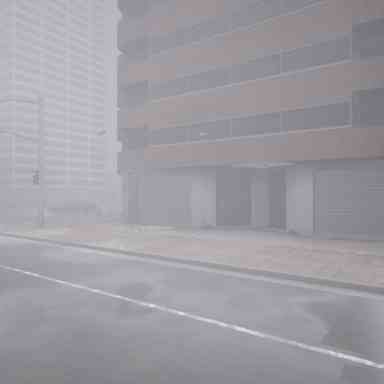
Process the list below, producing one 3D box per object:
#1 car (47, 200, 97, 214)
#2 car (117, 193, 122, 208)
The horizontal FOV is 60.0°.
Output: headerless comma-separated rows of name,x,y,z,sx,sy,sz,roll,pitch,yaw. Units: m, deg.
car,-13.034,1.547,36.532,2.033,1.411,5.357,0,0,35
car,-7.338,1.352,44.654,2.097,1.767,4.553,0,0,35
